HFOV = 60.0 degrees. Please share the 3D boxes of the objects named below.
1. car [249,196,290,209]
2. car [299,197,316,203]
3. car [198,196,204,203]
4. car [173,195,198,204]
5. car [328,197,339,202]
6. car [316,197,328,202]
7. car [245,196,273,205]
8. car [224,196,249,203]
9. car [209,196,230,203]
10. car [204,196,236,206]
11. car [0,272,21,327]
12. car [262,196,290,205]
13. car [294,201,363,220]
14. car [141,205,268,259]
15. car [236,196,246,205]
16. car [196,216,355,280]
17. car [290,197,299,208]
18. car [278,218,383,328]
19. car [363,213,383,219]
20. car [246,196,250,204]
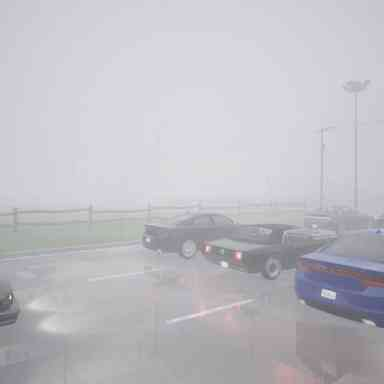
[{"bbox_3d":[10.326,1.526,44.500,1.812,1.442,4.674,0,0,-36],"label":"car"},{"bbox_3d":[15.295,1.491,49.560,2.128,1.511,4.902,0,0,-36],"label":"car"},{"bbox_3d":[-0.350,1.601,65.100,1.895,1.301,4.718,0,0,-36],"label":"car"},{"bbox_3d":[-1.499,1.352,60.685,2.097,1.767,4.553,0,0,-36],"label":"car"},{"bbox_3d":[21.329,1.505,53.173,1.837,1.490,4.892,0,0,-36],"label":"car"},{"bbox_3d":[18.064,1.526,51.722,1.812,1.442,4.674,0,0,-36],"label":"car"},{"bbox_3d":[12.055,1.491,59.942,2.128,1.511,4.902,0,0,-36],"label":"car"},{"bbox_3d":[9.265,1.540,69.813,2.033,1.411,5.357,0,0,-36],"label":"car"},{"bbox_3d":[5.708,1.564,68.742,1.994,1.385,4.181,0,0,-36],"label":"car"},{"bbox_3d":[4.427,1.564,52.560,1.994,1.385,4.181,0,0,-36],"label":"car"},{"bbox_3d":[-5.285,1.547,4.272,5.357,1.411,2.033,0,0,-35],"label":"car"},{"bbox_3d":[15.438,1.491,61.258,2.128,1.511,4.902,0,0,-36],"label":"car"},{"bbox_3d":[8.146,1.492,18.198,4.902,1.511,2.128,0,0,-36],"label":"car"},{"bbox_3d":[0.529,1.478,12.731,5.008,1.535,1.882,0,0,-36],"label":"car"},{"bbox_3d":[6.247,1.505,56.007,1.837,1.490,4.892,0,0,-36],"label":"car"},{"bbox_3d":[2.664,1.601,9.956,4.718,1.301,1.895,0,0,-35],"label":"car"},{"bbox_3d":[12.350,1.601,47.657,1.895,1.301,4.718,0,0,-36],"label":"car"},{"bbox_3d":[4.190,1.478,6.743,5.008,1.535,1.882,0,0,-36],"label":"car"},{"bbox_3d":[10.191,1.505,15.356,4.892,1.490,1.837,0,0,-36],"label":"car"},{"bbox_3d":[9.331,1.505,57.722,1.837,1.490,4.892,0,0,-36],"label":"car"}]
